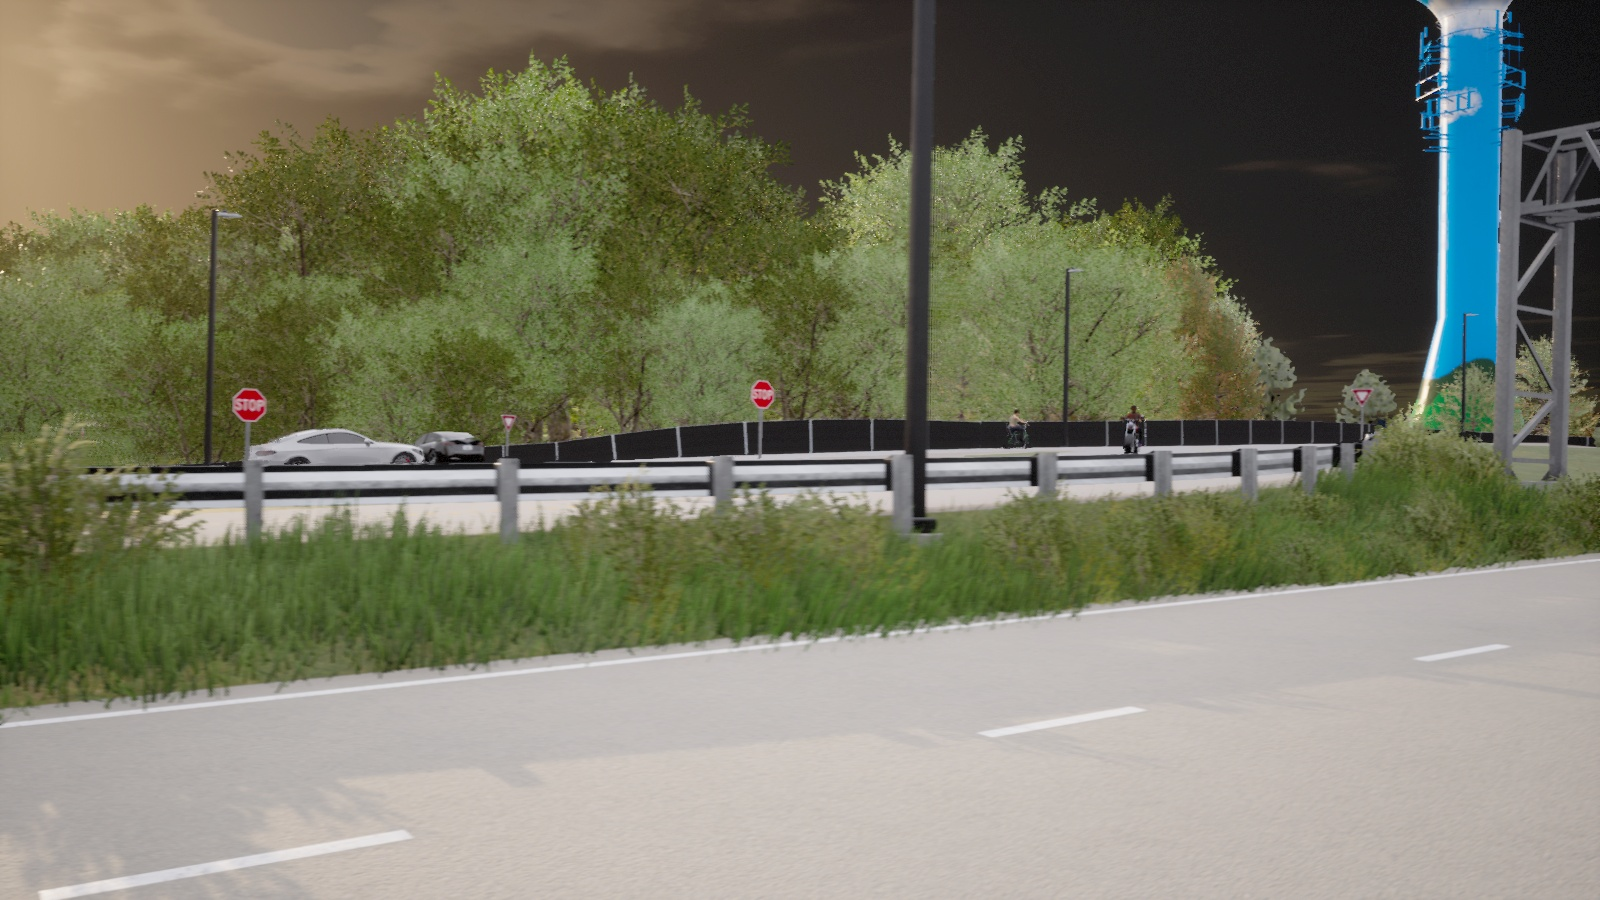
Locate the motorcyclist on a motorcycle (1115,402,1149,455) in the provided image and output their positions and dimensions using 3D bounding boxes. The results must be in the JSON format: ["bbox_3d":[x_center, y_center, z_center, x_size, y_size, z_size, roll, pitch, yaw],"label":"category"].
[{"bbox_3d":[10.763,-0.695,40.680,0.766,1.649,2.350,0,1,22],"label":"motorcyclist on a motorcycle"}]

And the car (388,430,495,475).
[{"bbox_3d":[-13.928,0.139,48.624,2.163,1.488,4.792,1,-3,-40],"label":"car"}]

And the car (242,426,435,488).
[{"bbox_3d":[-12.831,0.173,35.056,4.674,1.442,1.812,-4,2,-35],"label":"car"}]

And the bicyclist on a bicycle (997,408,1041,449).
[{"bbox_3d":[8.808,-0.860,50.514,1.509,1.612,0.866,-1,1,-28],"label":"bicyclist on a bicycle"}]
